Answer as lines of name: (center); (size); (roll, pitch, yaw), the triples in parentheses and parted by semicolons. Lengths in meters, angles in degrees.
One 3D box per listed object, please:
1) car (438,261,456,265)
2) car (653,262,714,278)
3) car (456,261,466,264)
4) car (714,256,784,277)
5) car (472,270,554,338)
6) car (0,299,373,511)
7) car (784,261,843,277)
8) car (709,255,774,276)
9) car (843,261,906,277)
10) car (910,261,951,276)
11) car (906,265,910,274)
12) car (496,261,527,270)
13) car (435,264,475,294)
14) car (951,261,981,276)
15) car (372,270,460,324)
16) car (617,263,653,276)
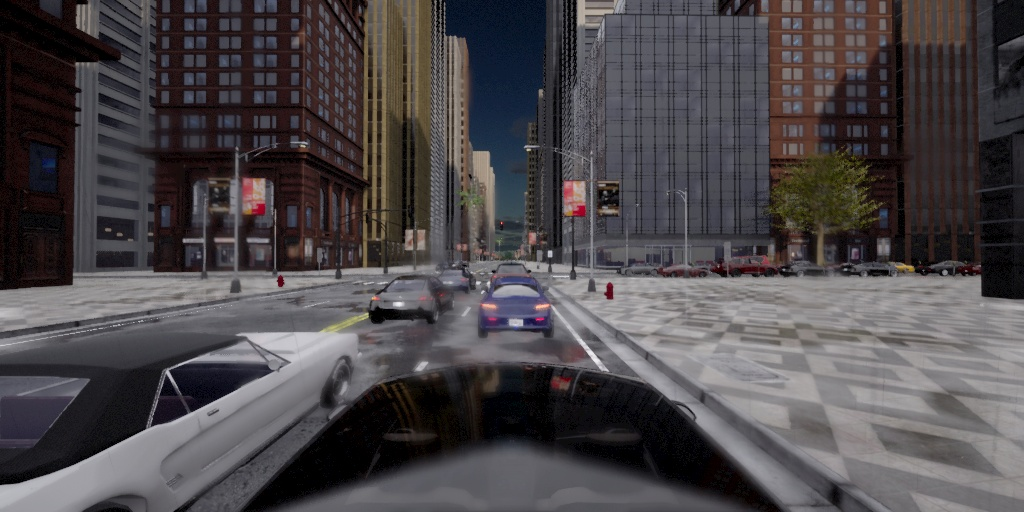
car: (-9.914, 1.542, 52.783); (1.994, 1.385, 4.181); (0, 0, 0)
car: (15.273, 1.325, 32.099); (4.207, 1.307, 1.802); (0, 0, -1)
car: (-9.905, 1.542, 63.068); (2.128, 1.511, 4.902); (0, 0, 0)
car: (20.912, 1.039, 32.194); (5.009, 1.841, 2.192); (0, 0, -1)
car: (0.093, 1.284, 10.062); (1.812, 1.442, 4.674); (0, 0, 0)
car: (-3.156, 1.351, 3.228); (1.895, 1.301, 4.718); (0, 0, 0)
car: (26.549, 1.274, 32.290); (4.313, 1.339, 1.948); (0, 0, -1)
car: (24.246, 1.001, 38.030); (5.566, 2.045, 2.150); (-1, -1, -1)
car: (32.186, 1.258, 32.385); (4.313, 1.339, 1.948); (0, 0, -1)
car: (42.752, 1.204, 35.190); (4.892, 1.490, 1.837); (0, -1, -1)
car: (43.153, 1.293, 41.097); (4.829, 1.417, 1.751); (0, 0, -1)
car: (-0.025, 1.134, 19.048); (2.097, 1.767, 4.553); (0, 0, 0)
car: (-3.177, 1.352, 20.439); (1.994, 1.385, 4.181); (0, 0, 0)
car: (43.462, 1.212, 32.577); (4.507, 1.381, 1.888); (0, 0, -1)
car: (-3.166, 1.326, 12.051); (1.994, 1.385, 4.181); (0, 0, 0)
car: (13.233, 1.383, 37.841); (4.181, 1.385, 1.994); (0, -1, -1)
